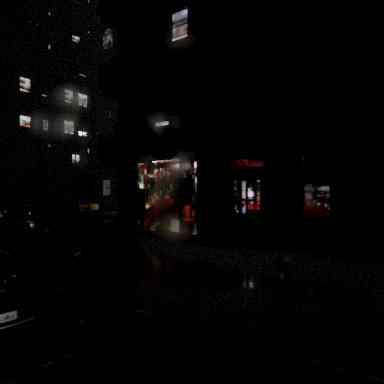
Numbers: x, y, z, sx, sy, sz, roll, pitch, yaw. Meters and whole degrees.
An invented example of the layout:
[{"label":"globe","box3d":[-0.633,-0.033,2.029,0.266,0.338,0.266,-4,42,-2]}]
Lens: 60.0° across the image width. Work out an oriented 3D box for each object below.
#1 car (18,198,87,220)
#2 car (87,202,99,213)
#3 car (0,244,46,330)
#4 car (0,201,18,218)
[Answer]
[{"label":"car","box3d":[-10.793,1.368,26.061,1.994,1.385,4.181,0,1,35]},{"label":"car","box3d":[-10.849,1.283,30.476,1.752,1.417,4.829,1,1,35]},{"label":"car","box3d":[-4.409,1.560,6.031,4.403,1.369,2.008,0,0,36]},{"label":"car","box3d":[-13.944,1.383,26.055,2.008,1.369,4.403,1,1,35]}]
